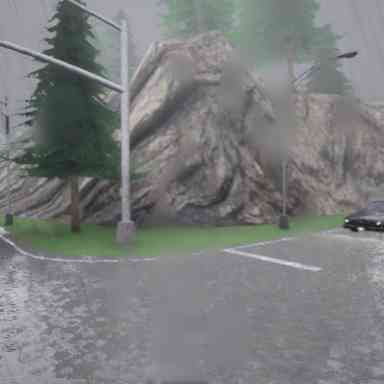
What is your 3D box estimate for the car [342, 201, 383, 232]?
[{"bbox_3d":[9.297,1.137,15.780,5.357,1.411,2.033,-1,2,-37],"label":"car"}]
